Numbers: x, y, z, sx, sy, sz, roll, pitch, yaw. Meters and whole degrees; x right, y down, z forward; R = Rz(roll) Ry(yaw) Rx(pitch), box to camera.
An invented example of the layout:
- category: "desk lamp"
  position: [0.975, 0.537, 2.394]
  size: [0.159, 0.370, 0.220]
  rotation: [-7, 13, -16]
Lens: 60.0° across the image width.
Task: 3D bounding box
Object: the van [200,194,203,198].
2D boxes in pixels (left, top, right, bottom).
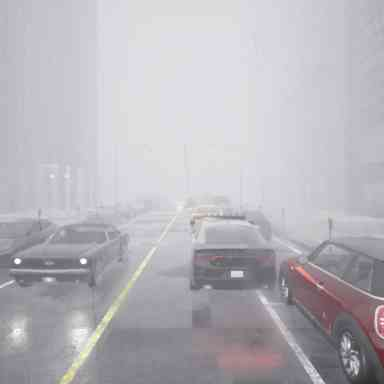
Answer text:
- category: "van"
  position: [2.748, 1.368, 55.837]
  size: [1.690, 1.788, 3.998]
  rotation: [0, 0, 0]

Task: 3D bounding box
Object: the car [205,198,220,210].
- category: "car"
  position: [2.750, 1.544, 44.789]
  size: [1.752, 1.417, 4.829]
  rotation: [0, 0, 0]

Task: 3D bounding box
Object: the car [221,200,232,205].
- category: "car"
  position: [2.754, 1.590, 27.791]
  size: [1.802, 1.307, 4.206]
  rotation: [0, 0, 0]

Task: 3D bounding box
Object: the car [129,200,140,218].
- category: "car"
  position: [-5.771, 1.590, 27.776]
  size: [1.802, 1.307, 4.206]
  rotation: [0, 0, 0]

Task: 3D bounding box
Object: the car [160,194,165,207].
- category: "car"
  position: [-5.776, 1.337, 50.214]
  size: [2.192, 1.841, 5.009]
  rotation: [0, 0, 0]

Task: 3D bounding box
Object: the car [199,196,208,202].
- category: "car"
  position: [2.742, 1.590, 78.273]
  size: [1.887, 1.381, 4.507]
  rotation: [0, 0, 0]

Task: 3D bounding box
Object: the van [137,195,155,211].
- category: "van"
  position: [-5.773, 1.356, 38.995]
  size: [1.690, 1.788, 3.998]
  rotation: [0, 0, 0]

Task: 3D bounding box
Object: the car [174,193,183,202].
- category: "car"
  position: [-3.021, 1.538, 79.638]
  size: [2.128, 1.511, 4.902]
  rotation: [0, 0, 0]

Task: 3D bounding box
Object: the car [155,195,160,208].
- category: "car"
  position: [-5.775, 1.459, 44.605]
  size: [1.967, 1.590, 4.097]
  rotation: [0, 0, 0]

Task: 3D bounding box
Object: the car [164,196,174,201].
- category: "car"
  position: [-5.784, 1.601, 83.871]
  size: [2.008, 1.369, 4.403]
  rotation: [0, 0, 0]

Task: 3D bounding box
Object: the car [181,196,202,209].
- category: "car"
  position: [0.000, 1.566, 44.554]
  size: [2.033, 1.411, 5.357]
  rotation: [0, 0, 1]

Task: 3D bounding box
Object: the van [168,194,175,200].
- category: "van"
  position: [-5.787, 1.402, 95.090]
  size: [1.690, 1.788, 3.998]
  rotation: [0, 0, 0]

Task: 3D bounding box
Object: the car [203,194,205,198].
- category: "car"
  position: [2.752, 1.330, 39.010]
  size: [2.192, 1.841, 5.009]
  rotation: [0, 0, 0]

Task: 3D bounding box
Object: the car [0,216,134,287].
- category: "car"
  position: [-3.104, 1.601, 9.432]
  size: [1.895, 1.301, 4.718]
  rotation: [0, 0, 0]

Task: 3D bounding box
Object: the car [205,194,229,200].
- category: "car"
  position: [2.753, 1.326, 33.400]
  size: [2.192, 1.841, 5.009]
  rotation: [0, 0, 0]

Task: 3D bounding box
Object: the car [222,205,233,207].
- category: "car"
  position: [2.757, 1.568, 16.573]
  size: [1.947, 1.339, 4.313]
  rotation: [0, 0, 0]

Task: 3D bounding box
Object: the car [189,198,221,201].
- category: "car"
  position: [0.892, 1.484, 25.080]
  size: [1.882, 1.535, 5.008]
  rotation: [0, 0, 0]

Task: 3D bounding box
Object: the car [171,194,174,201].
- category: "car"
  position: [-5.781, 1.355, 72.652]
  size: [2.192, 1.841, 5.009]
  rotation: [0, 0, 0]

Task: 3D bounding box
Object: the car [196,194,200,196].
- category: "car"
  position: [-0.016, 1.596, 63.265]
  size: [1.994, 1.385, 4.181]
  rotation: [0, 0, 0]

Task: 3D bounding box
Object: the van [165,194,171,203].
- category: "van"
  position: [-5.780, 1.377, 67.043]
  size: [1.690, 1.788, 3.998]
  rotation: [0, 0, 0]

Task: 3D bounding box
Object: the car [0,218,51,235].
- category: "car"
  position: [-5.766, 1.567, 10.948]
  size: [1.947, 1.339, 4.313]
  rotation: [0, 0, 0]

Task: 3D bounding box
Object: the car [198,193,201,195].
- category: "car"
  position: [2.745, 1.351, 67.055]
  size: [2.192, 1.841, 5.009]
  rotation: [0, 0, 0]

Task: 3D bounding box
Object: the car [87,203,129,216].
- category: "car"
  position: [-5.769, 1.555, 22.167]
  size: [2.008, 1.369, 4.403]
  rotation: [0, 0, 0]

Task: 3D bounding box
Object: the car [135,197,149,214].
- category: "car"
  position: [-5.772, 1.536, 33.216]
  size: [1.752, 1.417, 4.829]
  rotation: [0, 0, 0]

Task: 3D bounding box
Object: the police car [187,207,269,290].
- category: "police car"
  position: [0.896, 1.426, 9.189]
  size: [1.930, 1.638, 5.238]
  rotation: [0, 0, 0]

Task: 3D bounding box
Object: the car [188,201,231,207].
- category: "car"
  position: [0.846, 1.483, 19.072]
  size: [1.882, 1.535, 5.008]
  rotation: [0, 0, -1]

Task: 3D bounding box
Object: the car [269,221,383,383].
- category: "car"
  position: [2.760, 1.440, 5.355]
  size: [1.967, 1.590, 4.097]
  rotation: [0, 0, 0]
